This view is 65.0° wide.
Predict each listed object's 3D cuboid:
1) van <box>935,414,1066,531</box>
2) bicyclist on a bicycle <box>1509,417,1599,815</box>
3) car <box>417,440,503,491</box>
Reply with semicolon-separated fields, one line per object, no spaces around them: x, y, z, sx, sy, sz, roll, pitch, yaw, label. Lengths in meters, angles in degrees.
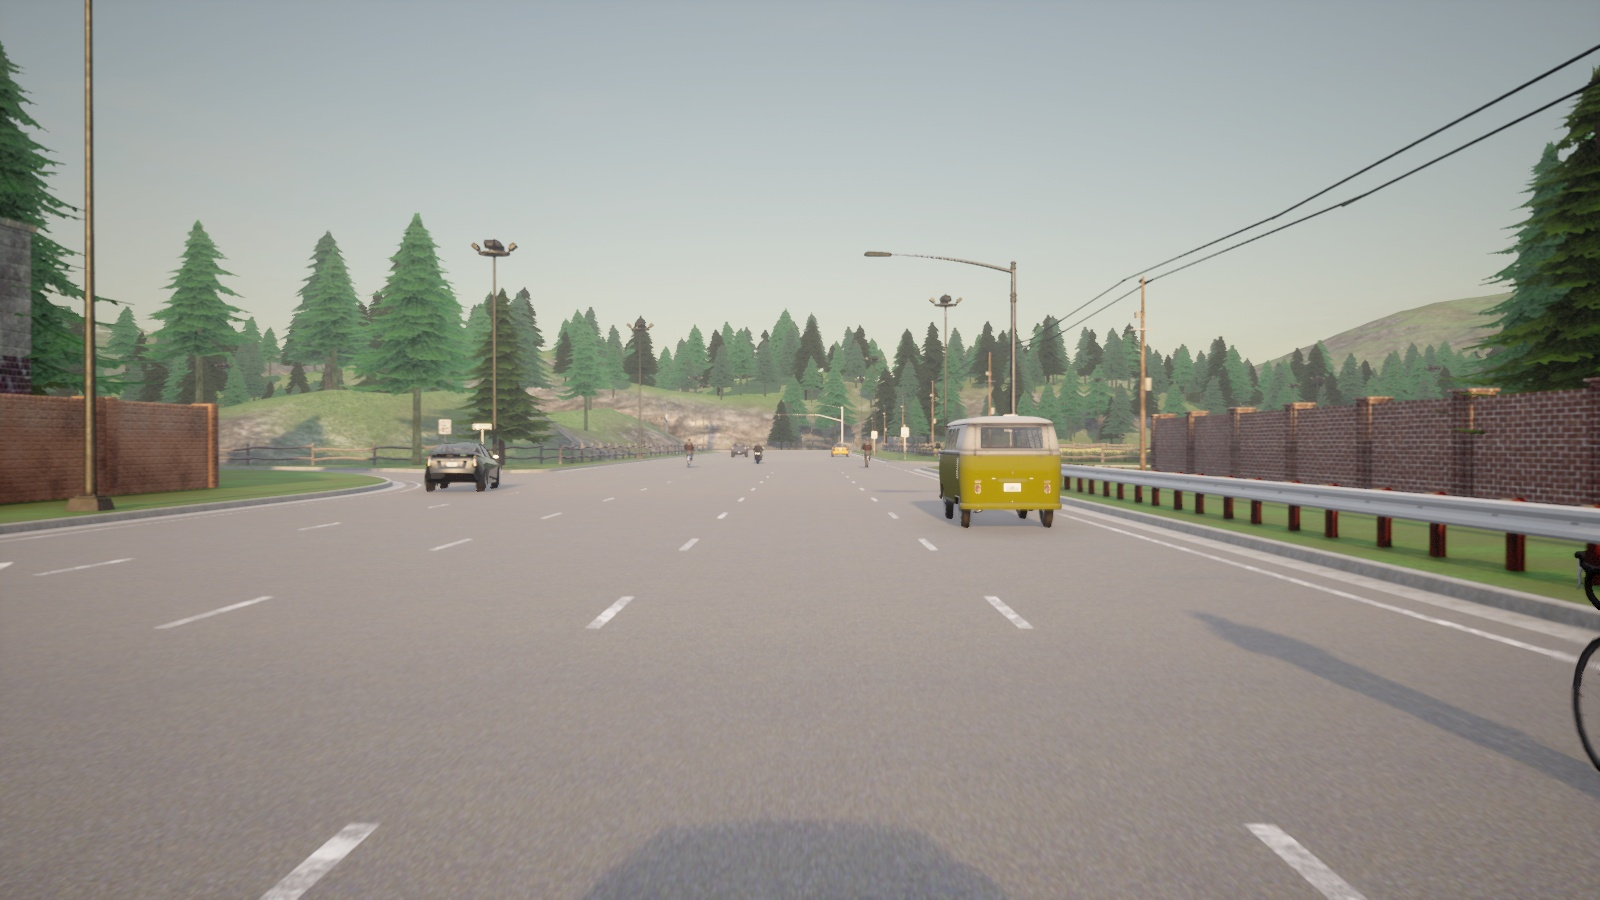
3.649;0.369;23.561;1.775;1.987;4.442;0;0;0;van
3.543;0.674;4.936;0.582;1.620;1.656;0;0;0;bicyclist on a bicycle
-10.742;0.459;40.020;2.007;1.525;4.514;0;0;-7;car
